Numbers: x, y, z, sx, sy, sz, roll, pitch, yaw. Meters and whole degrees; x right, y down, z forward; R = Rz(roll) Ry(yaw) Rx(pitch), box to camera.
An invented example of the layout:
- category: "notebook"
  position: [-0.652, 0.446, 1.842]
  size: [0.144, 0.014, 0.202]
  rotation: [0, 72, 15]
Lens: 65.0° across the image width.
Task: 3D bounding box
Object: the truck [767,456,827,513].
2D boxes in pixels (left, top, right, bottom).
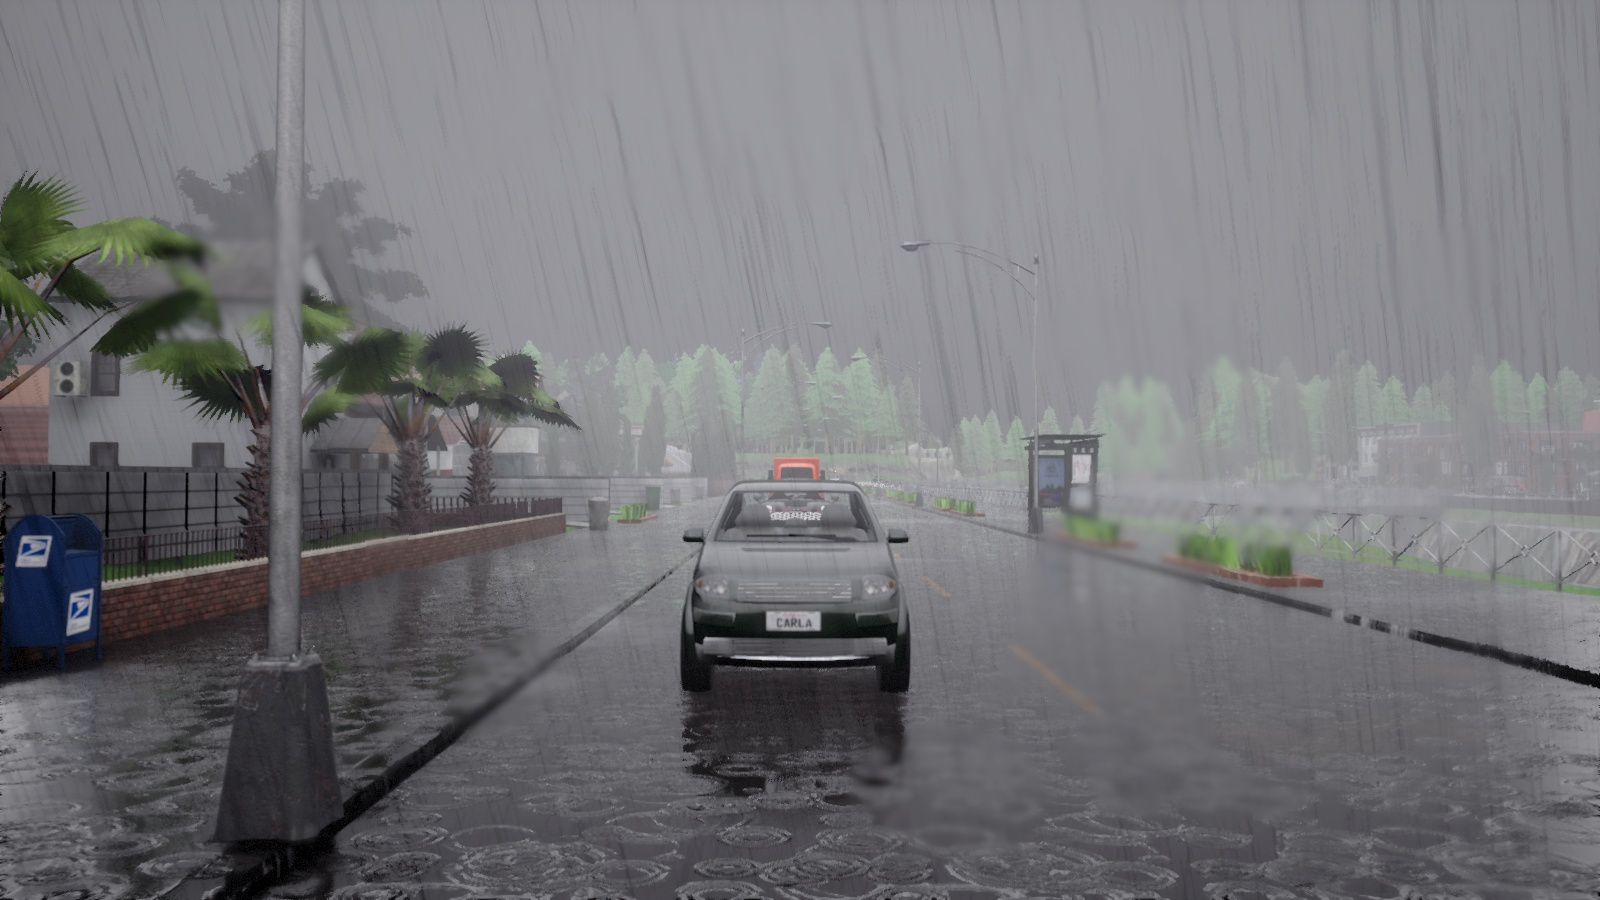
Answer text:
- category: "truck"
  position: [-0.143, 1.568, 57.234]
  size: [2.627, 2.467, 5.204]
  rotation: [0, -1, 0]

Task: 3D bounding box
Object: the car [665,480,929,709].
- category: "car"
  position: [-0.026, 1.025, 10.409]
  size: [1.789, 1.549, 3.705]
  rotation: [0, -1, 0]
